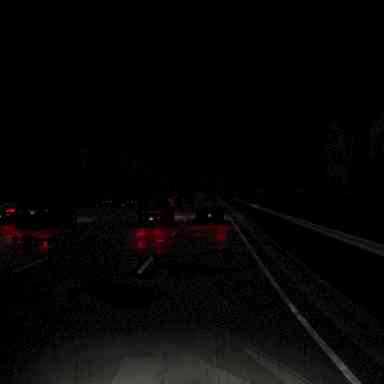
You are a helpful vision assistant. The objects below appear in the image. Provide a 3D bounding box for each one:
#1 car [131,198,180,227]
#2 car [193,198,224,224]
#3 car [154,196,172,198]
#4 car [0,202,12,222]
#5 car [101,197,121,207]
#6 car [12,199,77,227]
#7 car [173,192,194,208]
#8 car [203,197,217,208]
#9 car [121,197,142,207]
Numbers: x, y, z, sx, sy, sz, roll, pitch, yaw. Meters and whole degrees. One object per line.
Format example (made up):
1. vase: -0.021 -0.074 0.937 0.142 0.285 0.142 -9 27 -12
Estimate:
1. car: -2.304 1.416 22.501 2.128 1.511 4.902 0 0 3
2. car: 1.313 1.403 24.358 1.882 1.535 5.008 0 0 3
3. car: -4.459 1.324 46.812 1.882 1.535 5.008 0 0 3
4. car: -12.698 1.431 24.577 1.812 1.442 4.674 0 0 3
5. car: -11.425 1.383 47.560 2.033 1.411 5.357 0 0 4
6. car: -9.351 1.269 21.909 2.097 1.767 4.553 0 0 3
7. car: -0.958 1.074 46.707 2.150 2.045 5.566 0 0 3
8. car: 2.616 1.454 47.736 1.895 1.301 4.718 0 0 4
9. car: -7.947 1.389 47.111 2.033 1.411 5.357 0 0 3
